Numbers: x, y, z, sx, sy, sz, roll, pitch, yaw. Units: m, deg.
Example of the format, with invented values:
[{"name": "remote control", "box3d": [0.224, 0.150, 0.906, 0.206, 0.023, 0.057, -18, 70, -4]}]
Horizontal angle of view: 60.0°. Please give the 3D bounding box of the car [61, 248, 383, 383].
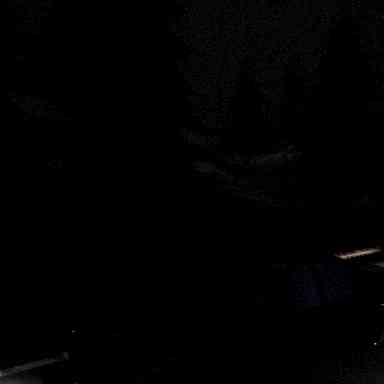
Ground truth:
[{"name": "car", "box3d": [1.099, 1.579, 4.760, 5.357, 1.411, 2.033, 1, 0, -35]}]
